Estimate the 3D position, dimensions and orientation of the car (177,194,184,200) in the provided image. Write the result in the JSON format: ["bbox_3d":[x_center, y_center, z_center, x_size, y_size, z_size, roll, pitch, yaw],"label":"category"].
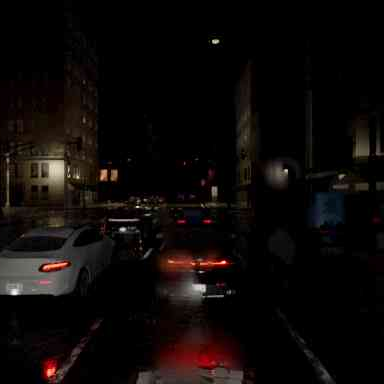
[{"bbox_3d":[-3.138,1.305,93.251,1.882,1.535,5.008,0,0,0],"label":"car"}]

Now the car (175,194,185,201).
[{"bbox_3d":[-3.151,1.523,82.832,2.128,1.511,4.902,0,0,0],"label":"car"}]

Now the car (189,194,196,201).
[{"bbox_3d":[0.100,1.593,83.274,1.895,1.301,4.718,0,0,0],"label":"car"}]

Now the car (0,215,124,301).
[{"bbox_3d":[-3.147,1.527,8.220,1.812,1.442,4.674,0,0,0],"label":"car"}]

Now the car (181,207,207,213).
[{"bbox_3d":[0.103,1.530,17.587,1.812,1.442,4.674,0,0,0],"label":"car"}]

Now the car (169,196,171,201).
[{"bbox_3d":[-6.398,1.532,85.211,2.033,1.411,5.357,0,0,0],"label":"car"}]

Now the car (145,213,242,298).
[{"bbox_3d":[0.102,1.506,8.471,1.837,1.490,4.892,0,0,0],"label":"car"}]

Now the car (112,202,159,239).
[{"bbox_3d":[-3.131,1.496,17.486,2.128,1.511,4.902,0,0,0],"label":"car"}]

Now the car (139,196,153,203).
[{"bbox_3d":[-9.666,1.535,70.373,2.128,1.511,4.902,0,0,0],"label":"car"}]

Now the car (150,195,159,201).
[{"bbox_3d":[-9.648,1.515,85.597,1.812,1.442,4.674,0,0,0],"label":"car"}]

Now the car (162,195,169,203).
[{"bbox_3d":[-6.416,1.534,70.347,1.812,1.442,4.674,0,0,0],"label":"car"}]

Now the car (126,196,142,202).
[{"bbox_3d":[-9.763,1.516,55.348,1.837,1.490,4.892,0,0,0],"label":"car"}]

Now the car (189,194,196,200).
[{"bbox_3d":[0.112,1.368,93.246,2.033,1.411,5.357,0,0,0],"label":"car"}]

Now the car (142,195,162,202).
[{"bbox_3d":[-6.516,1.517,55.134,1.837,1.490,4.892,0,0,1],"label":"car"}]
